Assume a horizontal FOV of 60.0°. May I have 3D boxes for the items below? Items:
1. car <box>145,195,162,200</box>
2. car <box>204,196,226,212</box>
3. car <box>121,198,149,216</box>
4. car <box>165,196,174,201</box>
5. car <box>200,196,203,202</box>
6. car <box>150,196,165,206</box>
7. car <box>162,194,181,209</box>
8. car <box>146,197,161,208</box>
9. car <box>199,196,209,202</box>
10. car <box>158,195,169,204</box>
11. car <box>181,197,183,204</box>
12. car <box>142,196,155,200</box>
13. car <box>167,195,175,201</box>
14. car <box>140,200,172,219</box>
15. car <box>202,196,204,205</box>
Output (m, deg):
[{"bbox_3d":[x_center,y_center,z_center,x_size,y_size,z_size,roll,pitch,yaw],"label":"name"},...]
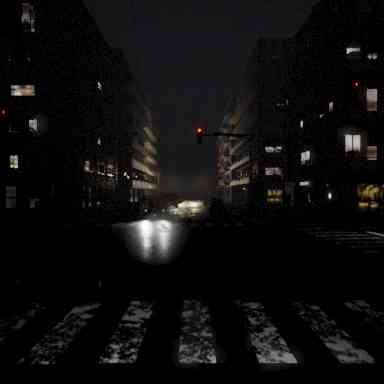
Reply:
[{"bbox_3d":[-5.649,1.326,43.604,2.192,1.841,5.009,0,0,0],"label":"car"},{"bbox_3d":[2.726,1.448,37.916,1.967,1.590,4.097,0,0,0],"label":"car"},{"bbox_3d":[-5.660,1.572,32.239,1.947,1.339,4.313,0,0,0],"label":"car"},{"bbox_3d":[-5.612,1.589,83.380,2.008,1.369,4.403,0,0,0],"label":"car"},{"bbox_3d":[2.742,1.598,54.963,1.802,1.307,4.206,0,0,0],"label":"car"},{"bbox_3d":[-5.638,1.457,54.969,1.967,1.590,4.097,0,0,0],"label":"car"},{"bbox_3d":[-3.052,1.236,46.355,2.150,2.045,5.566,0,0,0],"label":"car"},{"bbox_3d":[-5.644,1.539,49.117,1.752,1.417,4.829,0,0,0],"label":"car"},{"bbox_3d":[2.763,1.584,77.693,2.008,1.369,4.403,0,0,0],"label":"car"},{"bbox_3d":[-5.628,1.464,66.335,1.967,1.590,4.097,0,0,0],"label":"car"},{"bbox_3d":[-2.937,1.416,65.066,2.097,1.767,4.553,0,0,0],"label":"car"},{"bbox_3d":[-5.655,1.533,37.752,1.752,1.417,4.829,0,0,0],"label":"car"},{"bbox_3d":[-5.607,1.594,89.063,2.008,1.369,4.403,0,0,0],"label":"car"},{"bbox_3d":[-3.054,1.606,29.288,1.895,1.301,4.718,0,0,0],"label":"car"},{"bbox_3d":[2.731,1.451,43.598,1.967,1.590,4.097,0,0,0],"label":"car"}]
